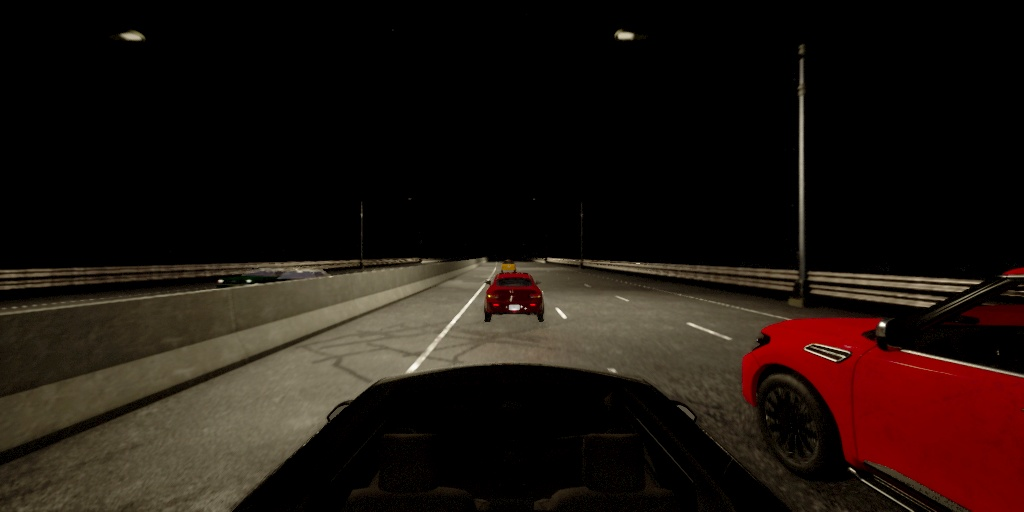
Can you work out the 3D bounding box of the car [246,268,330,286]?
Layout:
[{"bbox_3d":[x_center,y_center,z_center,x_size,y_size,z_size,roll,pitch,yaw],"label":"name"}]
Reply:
[{"bbox_3d":[-10.689,1.355,18.161,1.895,1.301,4.718,0,0,-1],"label":"car"}]

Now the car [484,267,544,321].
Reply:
[{"bbox_3d":[0.055,1.276,12.346,1.812,1.442,4.674,0,0,0],"label":"car"}]

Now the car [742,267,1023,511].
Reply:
[{"bbox_3d":[3.594,0.970,1.541,2.150,2.045,5.566,0,0,0],"label":"car"}]

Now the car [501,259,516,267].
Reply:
[{"bbox_3d":[-0.440,1.194,44.405,1.801,1.575,5.366,0,0,-1],"label":"car"}]

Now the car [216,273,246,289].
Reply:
[{"bbox_3d":[-14.211,1.356,20.490,1.895,1.301,4.718,0,0,-1],"label":"car"}]

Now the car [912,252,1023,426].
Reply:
[{"bbox_3d":[7.093,0.969,2.612,2.150,2.045,5.566,0,0,0],"label":"car"}]
